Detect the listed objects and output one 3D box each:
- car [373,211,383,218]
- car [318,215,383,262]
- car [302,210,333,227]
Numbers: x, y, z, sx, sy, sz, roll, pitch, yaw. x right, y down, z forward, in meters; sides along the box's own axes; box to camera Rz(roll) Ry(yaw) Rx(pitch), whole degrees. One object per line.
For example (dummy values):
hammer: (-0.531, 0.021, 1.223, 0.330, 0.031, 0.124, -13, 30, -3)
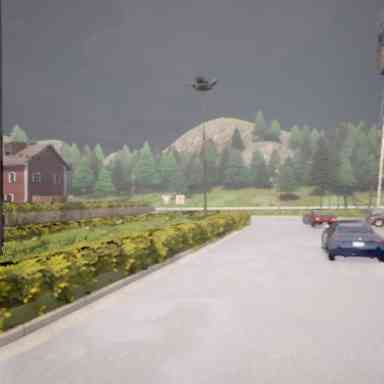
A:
car: (15.402, 1.909, 25.341, 3.905, 1.438, 1.784, -1, -2, 18)
car: (6.308, 1.798, 13.231, 1.994, 1.385, 4.181, -1, -2, 19)
car: (10.297, 2.118, 27.107, 1.895, 1.301, 4.718, -1, -1, 8)
